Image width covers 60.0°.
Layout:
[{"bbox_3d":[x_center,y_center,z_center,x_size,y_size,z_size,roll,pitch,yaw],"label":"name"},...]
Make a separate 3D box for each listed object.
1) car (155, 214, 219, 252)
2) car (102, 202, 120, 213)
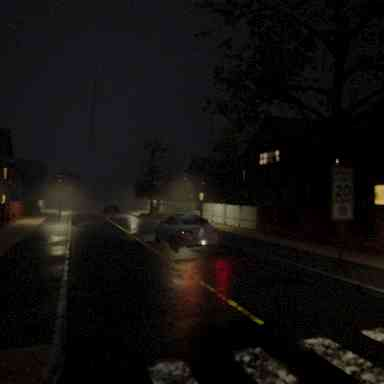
[{"bbox_3d":[-0.334,1.680,14.634,1.812,1.442,4.674,1,-1,-20],"label":"car"},{"bbox_3d":[-10.710,2.004,43.843,2.128,1.511,4.902,1,-1,-19],"label":"car"}]
